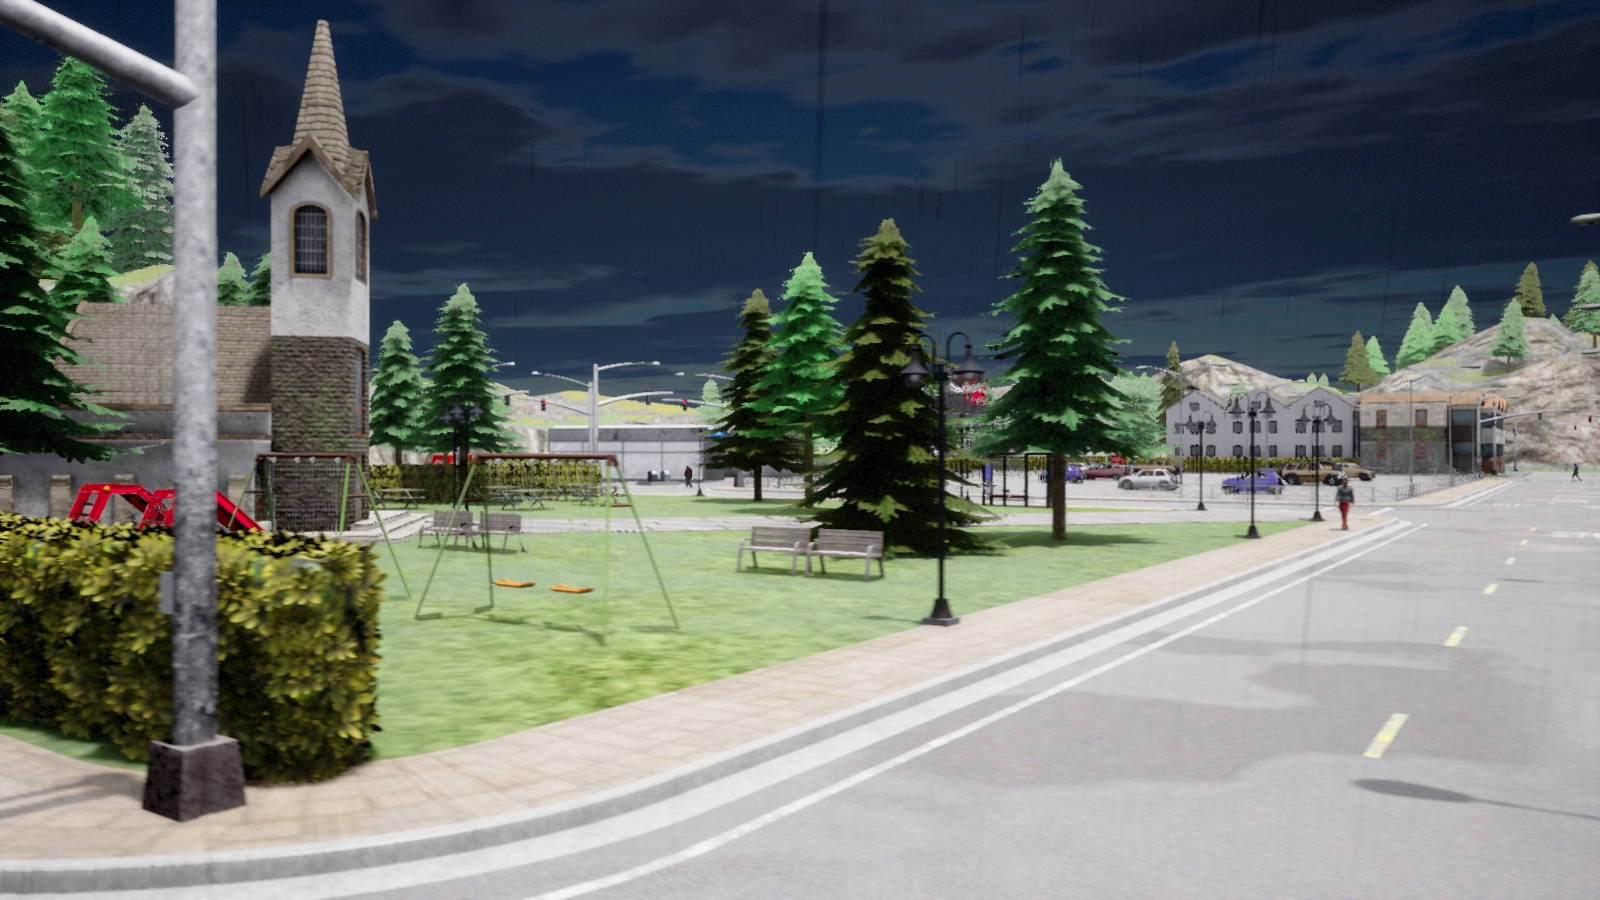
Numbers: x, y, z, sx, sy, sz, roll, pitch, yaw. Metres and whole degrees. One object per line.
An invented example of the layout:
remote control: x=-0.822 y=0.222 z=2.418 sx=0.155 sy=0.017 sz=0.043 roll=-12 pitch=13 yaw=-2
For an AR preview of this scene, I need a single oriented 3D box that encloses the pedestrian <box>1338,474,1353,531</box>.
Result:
pedestrian: x=18.105 y=1.736 z=37.915 sx=0.375 sy=1.860 sz=0.375 roll=0 pitch=0 yaw=36
